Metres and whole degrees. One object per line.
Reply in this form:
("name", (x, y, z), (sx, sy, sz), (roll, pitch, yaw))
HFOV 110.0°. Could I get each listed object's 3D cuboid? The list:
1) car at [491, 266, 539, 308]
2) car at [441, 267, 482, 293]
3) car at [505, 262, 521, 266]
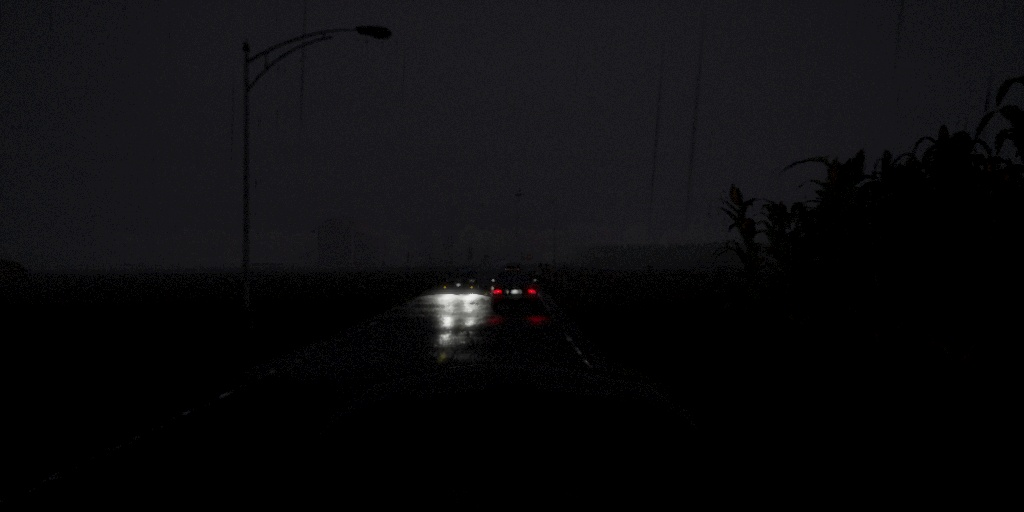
("car", (0.103, 1.313, 15.147), (2.033, 1.411, 5.357), (0, 0, 0))
("car", (-2.833, 1.337, 20.913), (1.994, 1.385, 4.181), (0, 0, 0))
("car", (0.108, 1.296, 32.896), (1.837, 1.490, 4.892), (0, 0, 0))
